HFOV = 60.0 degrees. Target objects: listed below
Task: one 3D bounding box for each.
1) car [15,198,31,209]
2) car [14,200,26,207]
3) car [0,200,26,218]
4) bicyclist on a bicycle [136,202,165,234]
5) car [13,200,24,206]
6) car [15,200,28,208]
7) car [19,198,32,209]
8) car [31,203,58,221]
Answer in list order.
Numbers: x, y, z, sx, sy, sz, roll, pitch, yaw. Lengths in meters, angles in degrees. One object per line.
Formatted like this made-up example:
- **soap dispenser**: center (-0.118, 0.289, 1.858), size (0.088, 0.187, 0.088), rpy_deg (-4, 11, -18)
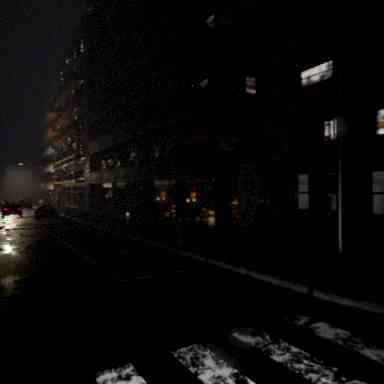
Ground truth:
- **car**: center (-30.572, 1.997, 60.162), size (2.192, 1.841, 5.009), rpy_deg (-3, 1, -30)
- **car**: center (-36.257, 2.348, 69.957), size (1.887, 1.381, 4.507), rpy_deg (-3, 1, -30)
- **car**: center (-19.407, 1.967, 35.949), size (1.812, 1.442, 4.674), rpy_deg (-1, 0, -30)
- **bicyclist on a bicycle**: center (-2.126, 1.336, 17.186), size (1.656, 1.620, 0.582), rpy_deg (-2, 0, -30)
- **car**: center (-39.099, 2.429, 74.856), size (1.947, 1.339, 4.313), rpy_deg (-3, 1, -30)
- **car**: center (-33.409, 2.309, 65.061), size (1.947, 1.339, 4.313), rpy_deg (-3, 1, -30)
- **car**: center (-27.724, 1.935, 55.265), size (2.192, 1.841, 5.009), rpy_deg (-3, 1, -30)
- **car**: center (-13.476, 1.883, 30.787), size (1.802, 1.307, 4.206), rpy_deg (-3, 1, -30)
